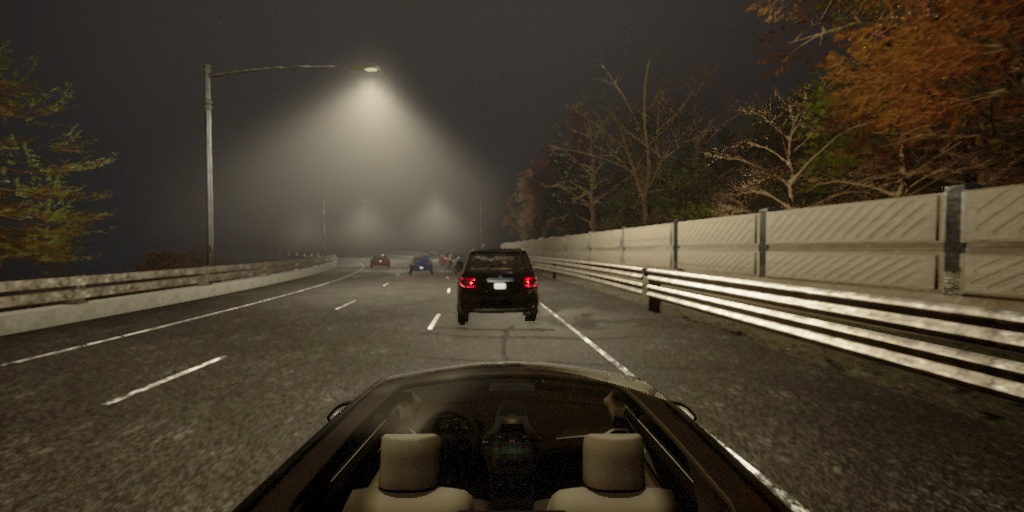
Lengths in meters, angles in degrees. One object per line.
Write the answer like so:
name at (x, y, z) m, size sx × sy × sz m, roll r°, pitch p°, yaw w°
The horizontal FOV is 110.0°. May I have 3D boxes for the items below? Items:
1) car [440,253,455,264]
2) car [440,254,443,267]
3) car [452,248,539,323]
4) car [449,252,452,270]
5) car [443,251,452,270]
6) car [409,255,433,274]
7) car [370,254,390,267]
car at (-8.887, 0.256, 49.148) m, size 1.994 × 1.385 × 4.181 m, roll 0°, pitch 1°, yaw -11°
car at (-6.934, 0.234, 40.539) m, size 2.097 × 1.767 × 4.553 m, roll 0°, pitch 1°, yaw -14°
car at (-0.580, 0.755, 11.346) m, size 2.150 × 2.045 × 5.566 m, roll 0°, pitch 1°, yaw -6°
car at (-3.699, 0.681, 28.280) m, size 1.812 × 1.442 × 4.674 m, roll 0°, pitch 1°, yaw -14°
car at (-5.260, 0.528, 34.235) m, size 1.837 × 1.490 × 4.892 m, roll 0°, pitch 1°, yaw -15°
car at (-7.449, 0.662, 29.335) m, size 1.812 × 1.442 × 4.674 m, roll 0°, pitch 1°, yaw -15°
car at (-14.514, 0.483, 39.467) m, size 1.994 × 1.385 × 4.181 m, roll -1°, pitch 1°, yaw -21°
